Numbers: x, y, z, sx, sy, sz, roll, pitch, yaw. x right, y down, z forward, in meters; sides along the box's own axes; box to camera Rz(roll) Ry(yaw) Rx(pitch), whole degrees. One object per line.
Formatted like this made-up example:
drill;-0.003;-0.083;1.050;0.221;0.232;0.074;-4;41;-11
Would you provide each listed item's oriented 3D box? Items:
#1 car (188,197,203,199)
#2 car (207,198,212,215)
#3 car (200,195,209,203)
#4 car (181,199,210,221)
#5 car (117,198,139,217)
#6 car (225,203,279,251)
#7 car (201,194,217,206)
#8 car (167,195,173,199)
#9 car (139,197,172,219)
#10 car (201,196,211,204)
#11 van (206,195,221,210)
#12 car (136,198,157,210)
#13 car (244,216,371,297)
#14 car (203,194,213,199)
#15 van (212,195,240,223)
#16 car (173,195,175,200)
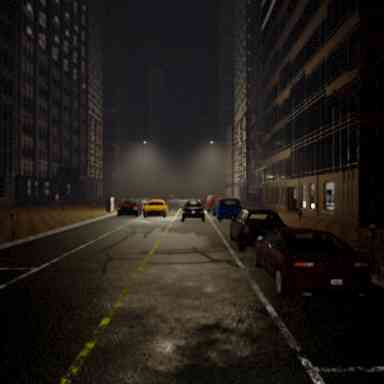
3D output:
car;0.096;1.525;45.637;2.033;1.411;5.357;0;0;0
car;2.694;1.538;30.990;2.008;1.369;4.403;1;0;0
car;2.690;1.486;70.650;1.752;1.417;4.829;1;0;0
car;0.096;1.537;27.222;2.033;1.411;5.357;0;0;0
car;-5.685;1.428;30.961;1.967;1.590;4.097;1;0;0
car;2.697;1.435;14.066;1.967;1.590;4.097;0;0;0
car;2.694;1.288;53.556;2.192;1.841;5.009;1;0;0
car;-5.691;1.512;70.461;2.008;1.369;4.403;1;0;0
car;-3.098;1.466;29.269;1.882;1.535;5.008;0;0;0
car;2.690;1.547;64.839;1.802;1.307;4.206;1;0;0
van;2.695;1.321;42.274;1.690;1.788;3.998;1;0;0
car;-5.688;1.532;42.247;2.008;1.369;4.403;1;0;0
car;2.696;1.542;8.425;1.887;1.381;4.507;0;0;0
car;2.696;1.299;36.632;2.192;1.841;5.009;1;0;0
van;2.696;1.331;25.348;1.690;1.788;3.998;1;0;0
car;-5.692;1.485;93.031;1.887;1.381;4.507;1;0;0
